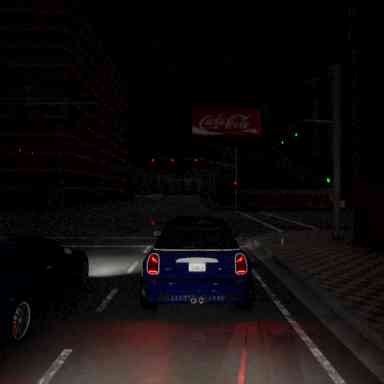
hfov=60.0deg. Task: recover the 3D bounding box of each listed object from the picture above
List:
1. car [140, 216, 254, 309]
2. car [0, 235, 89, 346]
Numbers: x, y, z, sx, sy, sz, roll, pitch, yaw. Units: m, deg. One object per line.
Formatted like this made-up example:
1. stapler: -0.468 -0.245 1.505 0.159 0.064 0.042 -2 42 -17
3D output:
1. car: 0.089 1.352 8.018 2.097 1.767 4.553 0 0 0
2. car: -3.418 1.526 6.224 1.812 1.442 4.674 0 0 0
